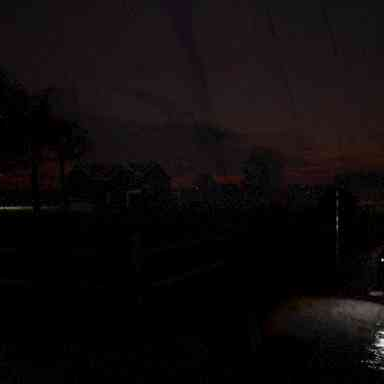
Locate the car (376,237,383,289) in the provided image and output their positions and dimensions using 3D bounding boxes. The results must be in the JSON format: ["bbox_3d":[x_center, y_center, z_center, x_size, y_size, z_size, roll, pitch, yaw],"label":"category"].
[{"bbox_3d":[6.046,1.529,8.452,1.837,1.490,4.892,0,-1,38],"label":"car"}]
